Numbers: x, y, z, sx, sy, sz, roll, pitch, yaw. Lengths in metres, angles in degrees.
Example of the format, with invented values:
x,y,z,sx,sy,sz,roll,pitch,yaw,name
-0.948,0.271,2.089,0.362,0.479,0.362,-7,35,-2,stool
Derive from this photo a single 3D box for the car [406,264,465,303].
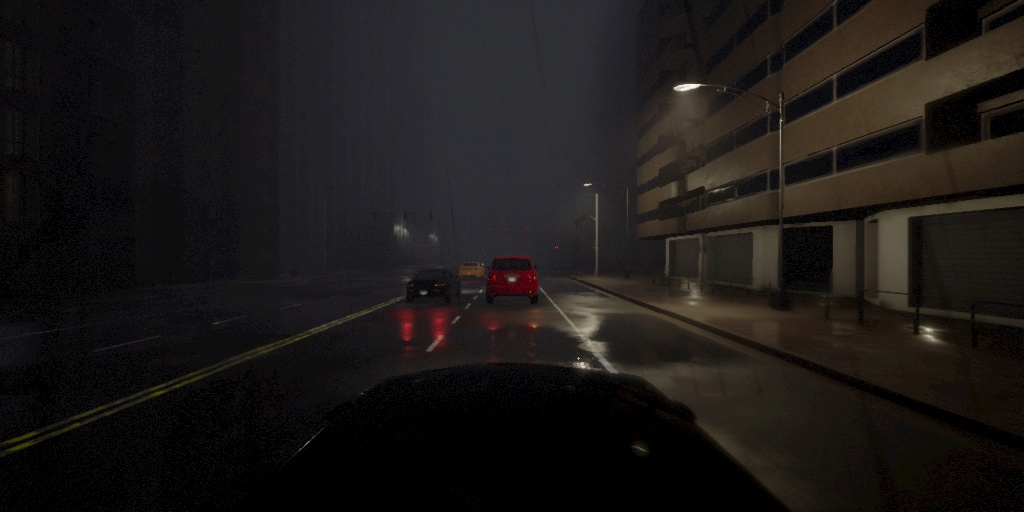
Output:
x,y,z,sx,sy,sz,roll,pitch,yaw,name
-3.500,1.281,16.500,1.812,1.442,4.674,0,0,0,car

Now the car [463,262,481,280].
x,y,z,sx,sy,sz,roll,pitch,yaw,name
-3.500,1.233,31.500,1.882,1.535,5.008,0,0,0,car

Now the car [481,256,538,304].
x,y,z,sx,sy,sz,roll,pitch,yaw,name
0.000,1.006,16.530,2.150,2.045,5.566,0,0,0,car
